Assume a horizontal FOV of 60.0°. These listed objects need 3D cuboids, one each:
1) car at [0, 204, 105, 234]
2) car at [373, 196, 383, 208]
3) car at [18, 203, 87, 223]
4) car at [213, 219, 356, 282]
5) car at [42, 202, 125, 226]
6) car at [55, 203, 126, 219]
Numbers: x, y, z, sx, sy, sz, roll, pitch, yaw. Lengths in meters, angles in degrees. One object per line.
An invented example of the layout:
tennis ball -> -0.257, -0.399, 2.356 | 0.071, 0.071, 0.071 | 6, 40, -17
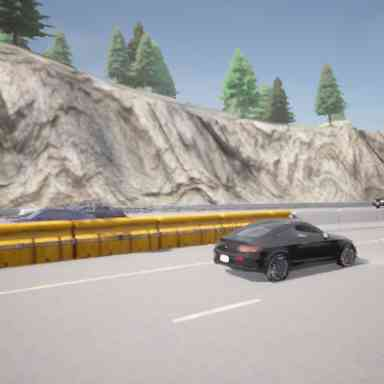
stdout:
car -> -6.929, 1.496, 16.053 | 4.674, 1.442, 1.812 | 0, 0, -34
car -> 26.808, 1.183, 44.246 | 5.566, 2.045, 2.150 | 0, 0, -18
car -> -10.893, 1.553, 26.040 | 4.718, 1.301, 1.895 | 0, 0, -33
car -> 2.767, 1.514, 9.642 | 4.674, 1.442, 1.812 | 0, 0, -32
car -> -7.754, 1.505, 23.922 | 5.357, 1.411, 2.033 | 0, 0, -33
car -> -6.528, 1.456, 20.501 | 4.902, 1.511, 2.128 | 0, 0, -33
